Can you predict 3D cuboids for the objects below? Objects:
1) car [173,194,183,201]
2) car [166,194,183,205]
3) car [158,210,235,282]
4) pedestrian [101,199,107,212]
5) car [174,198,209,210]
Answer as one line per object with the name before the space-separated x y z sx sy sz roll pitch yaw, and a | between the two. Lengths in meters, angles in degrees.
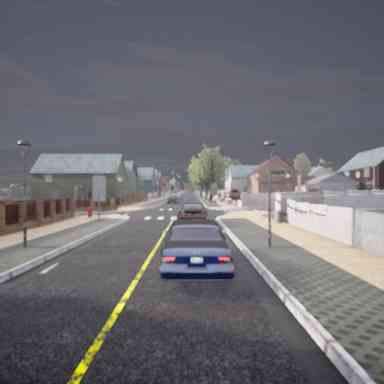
car | -2.880 1.064 69.051 1.812 1.442 4.674 0 0 0
car | -2.929 1.202 52.360 2.033 1.411 5.357 0 0 0
car | 0.081 1.487 9.617 2.033 1.411 5.357 0 0 0
pedestrian | -9.761 1.221 36.730 0.375 1.860 0.375 0 1 0
car | 0.020 1.374 20.604 1.837 1.490 4.892 0 0 -1
